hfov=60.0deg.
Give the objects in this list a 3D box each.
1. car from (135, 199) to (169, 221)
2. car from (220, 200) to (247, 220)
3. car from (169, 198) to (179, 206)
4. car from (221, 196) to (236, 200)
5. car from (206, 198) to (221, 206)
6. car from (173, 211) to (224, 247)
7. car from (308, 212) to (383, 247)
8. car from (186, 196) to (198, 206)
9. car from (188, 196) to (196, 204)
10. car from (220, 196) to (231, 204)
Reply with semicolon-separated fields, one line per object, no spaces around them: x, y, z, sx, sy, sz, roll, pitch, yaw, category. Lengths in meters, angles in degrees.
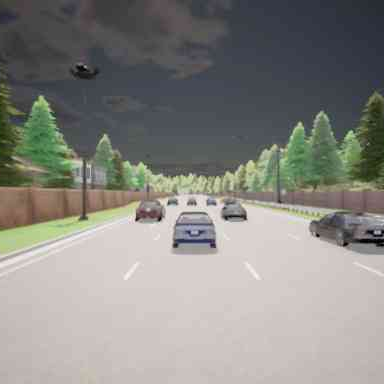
-3.404;1.452;27.963;2.097;1.767;4.553;0;0;0;car
3.596;1.665;29.131;1.994;1.385;4.181;0;0;0;car
-3.505;1.735;60.098;1.812;1.442;4.674;0;0;0;car
6.995;1.700;59.682;2.128;1.511;4.902;0;0;0;car
3.495;1.755;59.682;2.033;1.411;5.357;0;0;0;car
0.099;1.601;15.243;2.033;1.411;5.357;0;0;0;car
7.097;1.600;15.224;2.033;1.411;5.357;0;0;0;car
-0.005;1.755;59.682;2.033;1.411;5.357;0;0;0;car
-0.006;1.639;70.102;1.812;1.442;4.674;0;0;0;car
6.994;1.592;70.102;1.882;1.535;5.008;0;0;0;car
